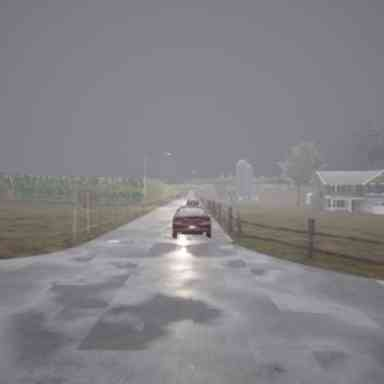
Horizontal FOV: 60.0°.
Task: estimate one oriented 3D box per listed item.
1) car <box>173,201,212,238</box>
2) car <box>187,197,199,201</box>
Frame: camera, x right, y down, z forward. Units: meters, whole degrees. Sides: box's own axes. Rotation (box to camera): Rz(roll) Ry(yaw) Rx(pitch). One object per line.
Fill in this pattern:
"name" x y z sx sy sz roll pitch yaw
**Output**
"car" -0.012 1.480 17.812 1.882 1.535 5.008 0 0 -1
"car" 0.125 1.521 49.197 1.882 1.535 5.008 0 0 0
